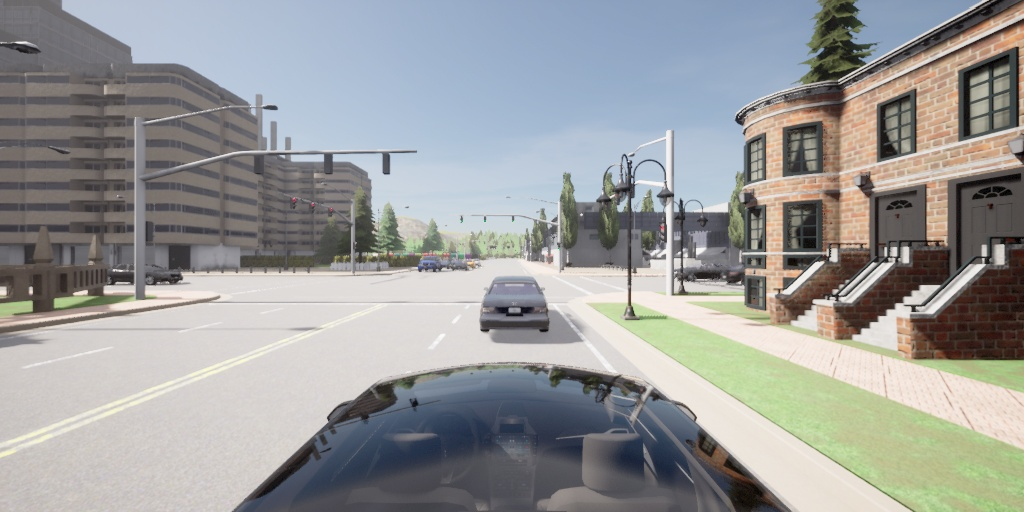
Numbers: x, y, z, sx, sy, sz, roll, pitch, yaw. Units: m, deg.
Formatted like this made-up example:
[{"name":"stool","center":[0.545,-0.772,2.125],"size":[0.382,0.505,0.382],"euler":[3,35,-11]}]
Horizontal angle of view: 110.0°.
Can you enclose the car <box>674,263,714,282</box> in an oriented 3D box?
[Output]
[{"name":"car","center":[15.422,1.272,28.787],"size":[4.902,1.511,2.128],"euler":[0,0,-1]}]

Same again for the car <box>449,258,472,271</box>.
[{"name":"car","center":[-7.140,1.368,50.248],"size":[1.994,1.385,4.181],"euler":[0,0,0]}]

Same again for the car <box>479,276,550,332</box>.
[{"name":"car","center":[0.071,1.308,10.829],"size":[2.033,1.411,5.357],"euler":[0,0,0]}]

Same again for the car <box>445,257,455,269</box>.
[{"name":"car","center":[-10.656,1.360,57.164],"size":[2.033,1.411,5.357],"euler":[0,0,0]}]

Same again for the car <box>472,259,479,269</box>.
[{"name":"car","center":[-7.144,1.292,59.338],"size":[1.882,1.535,5.008],"euler":[0,0,0]}]

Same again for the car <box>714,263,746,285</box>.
[{"name":"car","center":[17.109,1.302,25.047],"size":[4.674,1.442,1.812],"euler":[0,0,-1]}]

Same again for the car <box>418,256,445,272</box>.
[{"name":"car","center":[-10.644,1.022,46.850],"size":[2.150,2.045,5.566],"euler":[0,0,0]}]

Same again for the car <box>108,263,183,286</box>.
[{"name":"car","center":[-26.188,1.281,25.362],"size":[4.892,1.490,1.837],"euler":[0,0,0]}]
